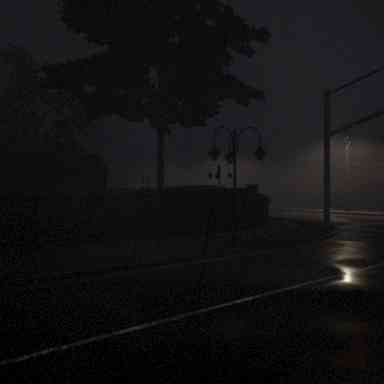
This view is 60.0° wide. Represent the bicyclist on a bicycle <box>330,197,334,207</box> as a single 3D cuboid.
[{"bbox_3d":[20.837,1.430,50.104,1.656,1.620,0.582,-6,-7,-37],"label":"bicyclist on a bicycle"}]

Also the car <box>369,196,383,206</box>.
[{"bbox_3d":[28.414,1.295,48.461,2.242,1.667,4.611,0,0,-35],"label":"car"}]
